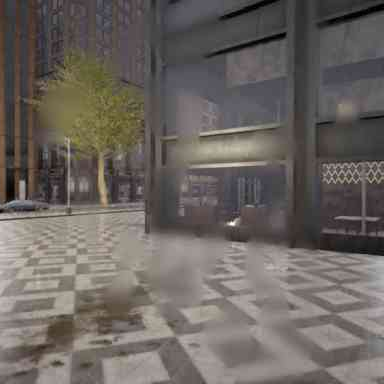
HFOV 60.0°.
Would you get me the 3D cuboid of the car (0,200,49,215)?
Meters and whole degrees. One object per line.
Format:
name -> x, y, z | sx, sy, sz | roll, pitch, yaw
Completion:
car -> -17.383, 1.469, 33.786 | 2.033, 1.411, 5.357 | 0, 0, 36
